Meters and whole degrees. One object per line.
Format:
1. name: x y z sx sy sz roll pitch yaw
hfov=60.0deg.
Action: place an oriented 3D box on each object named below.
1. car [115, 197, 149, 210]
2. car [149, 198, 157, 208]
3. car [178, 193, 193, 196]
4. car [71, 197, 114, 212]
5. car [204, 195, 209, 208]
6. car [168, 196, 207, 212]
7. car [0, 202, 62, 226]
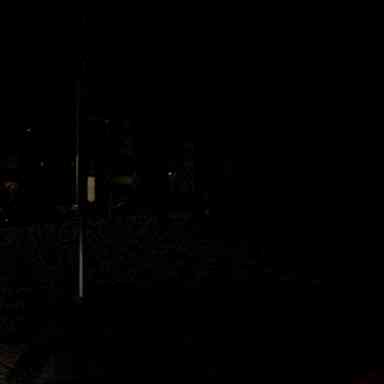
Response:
1. car: -7.694 1.292 40.378 1.967 1.590 4.097 0 0 36
2. car: -4.409 1.391 44.925 2.008 1.369 4.403 0 0 36
3. car: -1.125 1.144 49.472 2.192 1.841 5.009 0 0 36
4. car: -10.979 1.304 35.831 1.967 1.590 4.097 0 0 36
5. car: 2.511 1.403 39.947 1.947 1.339 4.313 0 0 36
6. car: -0.773 1.399 35.400 2.008 1.369 4.403 0 0 36
7. car: -10.627 1.327 21.760 1.967 1.590 4.097 0 0 36
